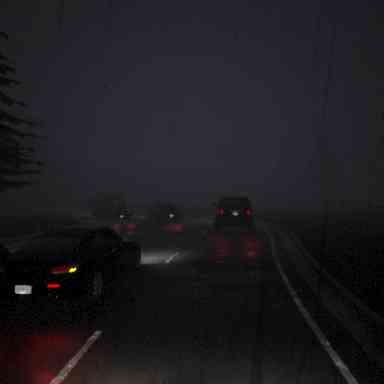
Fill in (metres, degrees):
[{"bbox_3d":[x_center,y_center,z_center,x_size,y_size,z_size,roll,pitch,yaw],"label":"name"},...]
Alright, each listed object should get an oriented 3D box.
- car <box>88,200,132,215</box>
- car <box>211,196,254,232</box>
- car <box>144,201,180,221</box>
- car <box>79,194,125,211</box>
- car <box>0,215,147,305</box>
[{"bbox_3d":[-6.747,1.594,27.654,1.895,1.301,4.718,0,0,-35],"label":"car"},{"bbox_3d":[2.420,1.246,20.427,2.150,2.045,5.566,1,0,2],"label":"car"},{"bbox_3d":[-2.459,1.513,27.026,1.837,1.490,4.892,2,-1,-22],"label":"car"},{"bbox_3d":[-10.315,1.208,38.425,5.566,2.045,2.150,0,-1,22],"label":"car"},{"bbox_3d":[-2.642,1.521,8.030,1.812,1.442,4.674,0,0,7],"label":"car"}]
